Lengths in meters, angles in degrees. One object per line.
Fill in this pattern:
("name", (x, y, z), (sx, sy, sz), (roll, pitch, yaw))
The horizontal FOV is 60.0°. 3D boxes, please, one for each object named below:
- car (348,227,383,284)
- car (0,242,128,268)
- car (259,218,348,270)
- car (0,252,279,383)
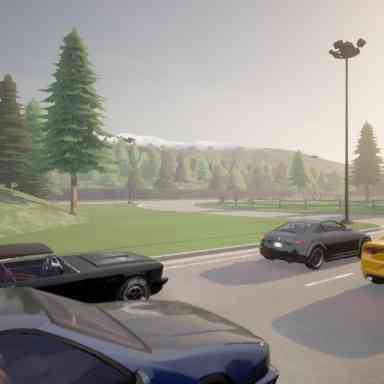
("car", (6.219, 1.478, 8.289), (5.008, 1.535, 1.882), (0, 0, -35))
("car", (-2.818, 1.601, 6.037), (4.718, 1.301, 1.895), (0, 0, -36))
("car", (4.239, 1.564, 11.177), (4.181, 1.385, 1.994), (0, 0, -35))
("car", (-1.726, 1.547, 2.515), (5.357, 1.411, 2.033), (0, 0, -36))
